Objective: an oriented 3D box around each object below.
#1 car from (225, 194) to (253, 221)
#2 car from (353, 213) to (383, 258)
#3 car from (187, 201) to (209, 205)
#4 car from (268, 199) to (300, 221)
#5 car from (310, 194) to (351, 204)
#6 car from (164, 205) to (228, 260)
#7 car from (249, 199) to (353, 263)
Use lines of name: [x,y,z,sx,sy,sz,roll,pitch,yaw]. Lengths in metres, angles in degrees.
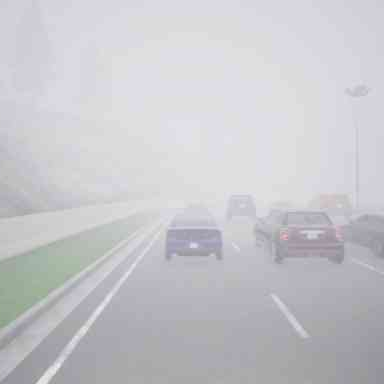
car: [3.910,1.144,26.759,2.150,2.045,5.566,0,0,5]
car: [7.068,1.490,12.378,1.812,1.442,4.674,0,-1,0]
car: [0.452,1.479,28.267,1.994,1.385,4.181,0,0,5]
car: [7.555,1.424,27.810,1.837,1.490,4.892,0,1,6]
car: [10.906,1.144,26.744,2.150,2.045,5.566,0,0,5]
car: [0.068,1.441,12.337,1.882,1.535,5.008,0,0,0]
car: [3.565,1.317,11.927,2.097,1.767,4.553,0,0,0]
